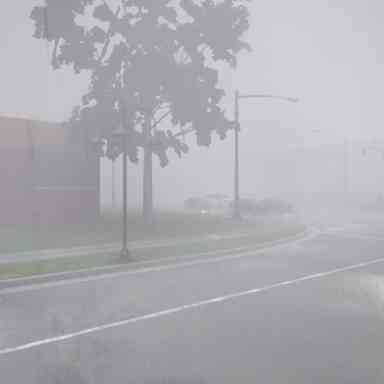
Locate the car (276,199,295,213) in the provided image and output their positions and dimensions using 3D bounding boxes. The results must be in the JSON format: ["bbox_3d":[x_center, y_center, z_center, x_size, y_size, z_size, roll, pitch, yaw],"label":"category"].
[{"bbox_3d":[9.086,1.505,36.801,1.837,1.490,4.892,0,0,-34],"label":"car"}]

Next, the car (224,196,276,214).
[{"bbox_3d":[6.016,1.478,35.097,1.882,1.535,5.008,0,0,-34],"label":"car"}]

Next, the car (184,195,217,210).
[{"bbox_3d":[0.747,1.505,42.987,1.837,1.490,4.892,0,0,-33],"label":"car"}]

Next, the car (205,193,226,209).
[{"bbox_3d":[3.615,1.221,45.003,2.150,2.045,5.566,0,0,-34],"label":"car"}]

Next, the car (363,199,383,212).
[{"bbox_3d":[21.702,1.491,37.208,2.128,1.511,4.902,0,0,-34],"label":"car"}]
